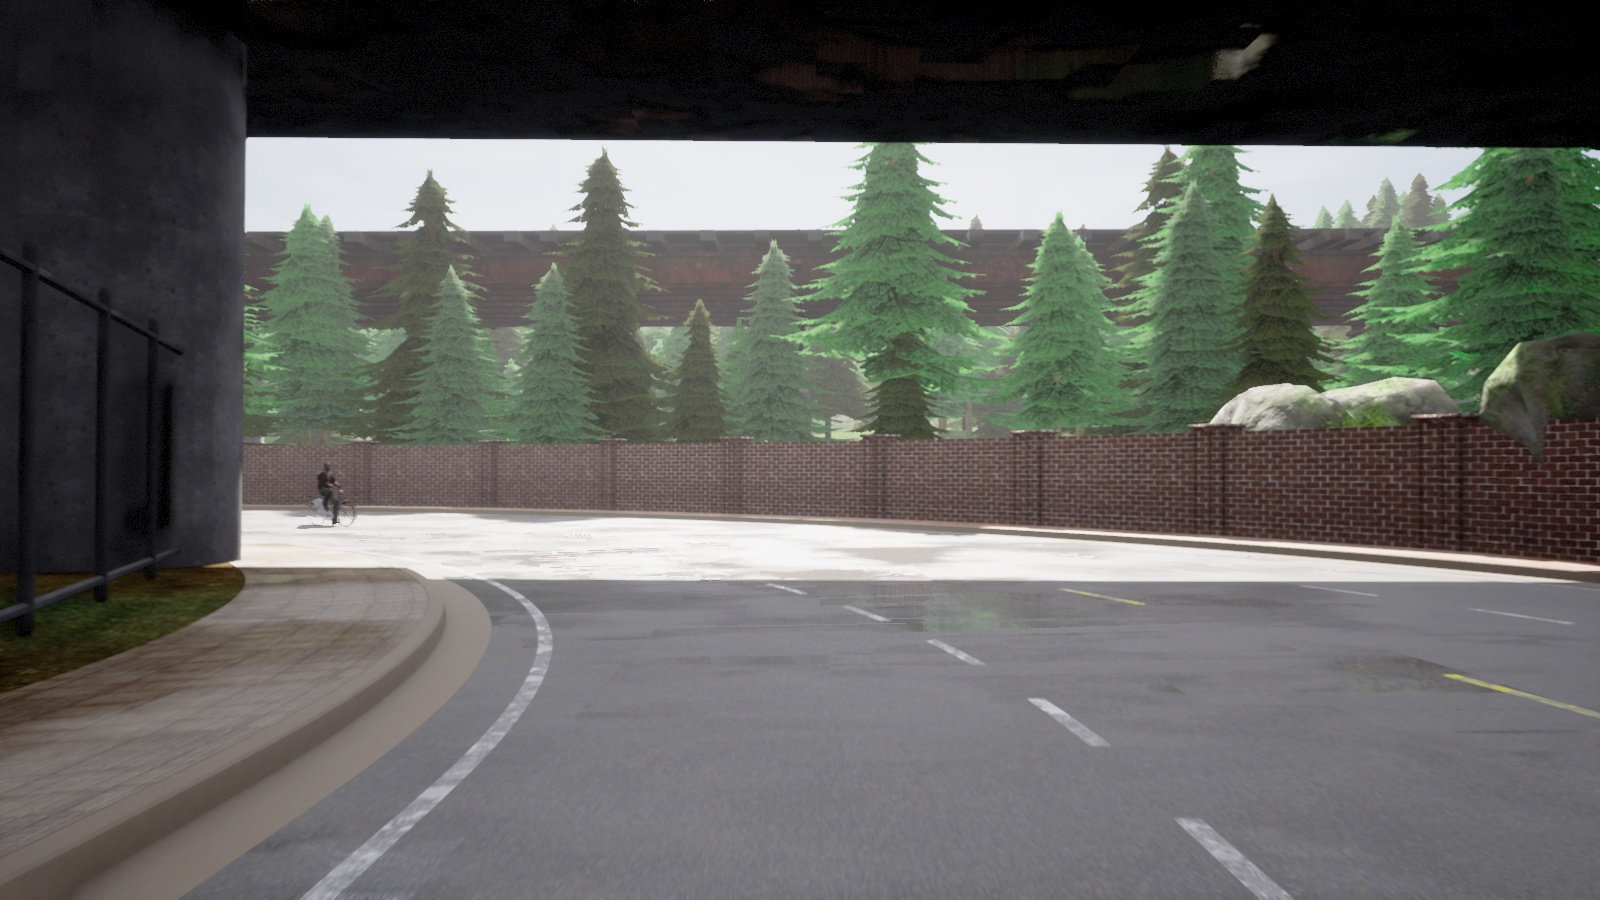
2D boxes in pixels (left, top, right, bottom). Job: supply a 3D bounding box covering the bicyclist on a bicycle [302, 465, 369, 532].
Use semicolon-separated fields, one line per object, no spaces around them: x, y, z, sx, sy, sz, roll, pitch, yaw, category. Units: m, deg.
-12.625;1.308;34.150;1.843;1.776;0.659;-1;-1;29;bicyclist on a bicycle
